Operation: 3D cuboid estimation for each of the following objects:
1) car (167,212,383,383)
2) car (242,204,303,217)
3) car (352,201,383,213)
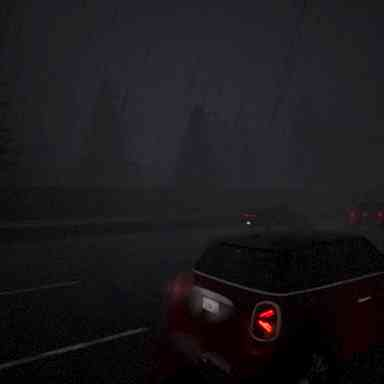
[{"bbox_3d":[1.949,1.352,5.133,4.553,1.767,2.097,0,0,-36],"label":"car"},{"bbox_3d":[5.202,1.508,20.334,4.892,1.490,1.837,0,0,-35],"label":"car"},{"bbox_3d":[11.931,1.359,20.856,4.553,1.767,2.097,0,0,-36],"label":"car"}]
